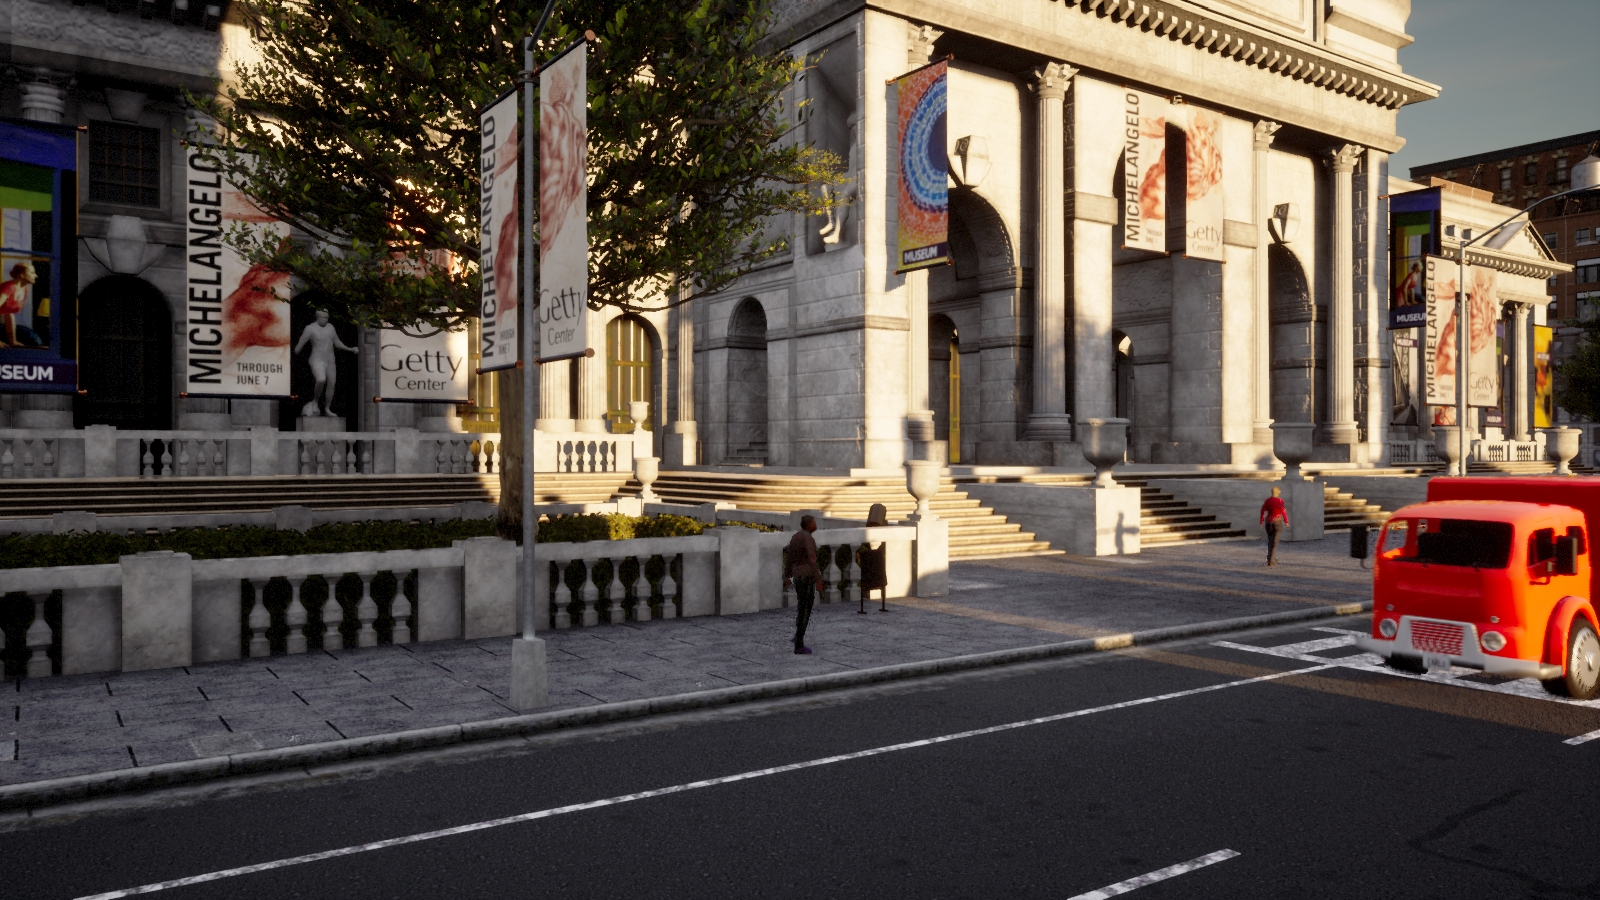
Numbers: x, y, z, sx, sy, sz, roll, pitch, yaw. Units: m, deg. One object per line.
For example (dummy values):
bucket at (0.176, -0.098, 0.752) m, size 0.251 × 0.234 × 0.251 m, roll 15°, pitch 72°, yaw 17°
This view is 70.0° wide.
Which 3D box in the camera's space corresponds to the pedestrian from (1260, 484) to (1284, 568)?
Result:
pedestrian at (10.632, 1.696, 25.746) m, size 0.375 × 1.860 × 0.375 m, roll 0°, pitch 0°, yaw -41°

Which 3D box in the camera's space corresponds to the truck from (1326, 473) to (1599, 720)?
truck at (9.349, 1.568, 14.400) m, size 5.204 × 2.467 × 2.627 m, roll 0°, pitch 0°, yaw -34°

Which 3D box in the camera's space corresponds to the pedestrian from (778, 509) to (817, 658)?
pedestrian at (-0.035, 1.696, 14.670) m, size 0.375 × 1.860 × 0.375 m, roll 0°, pitch 0°, yaw -29°
